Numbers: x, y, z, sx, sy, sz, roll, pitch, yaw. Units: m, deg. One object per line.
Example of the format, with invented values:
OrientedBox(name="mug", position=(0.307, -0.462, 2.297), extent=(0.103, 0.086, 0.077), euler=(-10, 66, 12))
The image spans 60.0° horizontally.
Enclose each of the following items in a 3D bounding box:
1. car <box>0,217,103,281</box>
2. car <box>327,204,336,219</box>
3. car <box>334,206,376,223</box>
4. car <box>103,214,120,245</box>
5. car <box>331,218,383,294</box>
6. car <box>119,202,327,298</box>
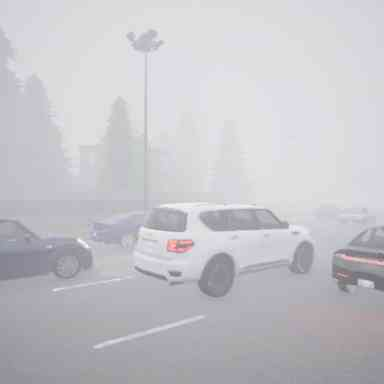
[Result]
OrientedBox(name="car", position=(-5.030, 1.452, 8.849), extent=(4.553, 1.767, 2.097), euler=(0, -1, -36))
OrientedBox(name="car", position=(13.313, 1.864, 32.224), extent=(1.994, 1.385, 4.181), euler=(0, -1, 35))
OrientedBox(name="car", position=(12.713, 1.835, 25.458), extent=(1.895, 1.301, 4.718), euler=(0, -1, 38))
OrientedBox(name="car", position=(-2.175, 1.638, 15.483), extent=(5.008, 1.535, 1.882), euler=(1, -1, -40))
OrientedBox(name="car", position=(5.167, 1.563, 7.968), extent=(4.902, 1.511, 2.128), euler=(1, -1, -41))
OrientedBox(name="car", position=(1.131, 1.309, 9.054), extent=(5.566, 2.045, 2.150), euler=(1, -1, -39))
